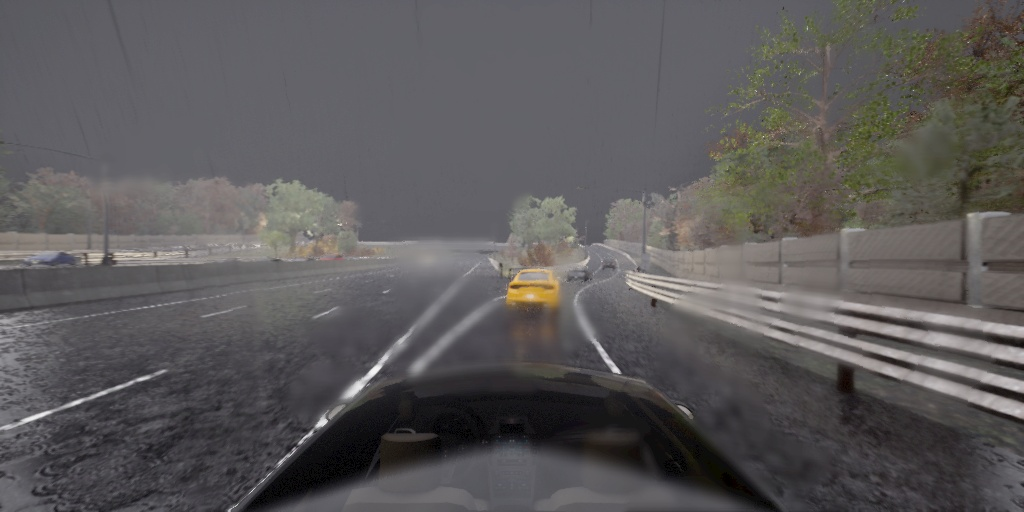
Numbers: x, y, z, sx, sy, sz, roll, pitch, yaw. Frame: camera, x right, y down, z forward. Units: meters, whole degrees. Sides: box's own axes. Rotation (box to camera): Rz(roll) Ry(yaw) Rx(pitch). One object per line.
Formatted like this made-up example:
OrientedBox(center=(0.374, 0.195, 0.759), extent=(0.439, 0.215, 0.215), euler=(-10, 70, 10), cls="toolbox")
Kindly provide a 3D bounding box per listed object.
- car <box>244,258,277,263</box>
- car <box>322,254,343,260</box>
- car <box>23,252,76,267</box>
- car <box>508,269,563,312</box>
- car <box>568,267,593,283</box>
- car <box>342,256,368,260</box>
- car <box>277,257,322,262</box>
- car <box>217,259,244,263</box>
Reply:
OrientedBox(center=(-27.664, 1.015, 40.844), extent=(1.837, 1.490, 4.892), euler=(0, 0, -4), cls="car")
OrientedBox(center=(-28.777, 0.732, 57.461), extent=(2.150, 2.045, 5.566), euler=(1, 0, -4), cls="car")
OrientedBox(center=(-44.687, 0.289, 34.839), extent=(1.812, 1.442, 4.674), euler=(0, 1, -28), cls="car")
OrientedBox(center=(1.054, 1.287, 14.949), extent=(1.882, 1.535, 5.008), euler=(2, 0, 9), cls="car")
OrientedBox(center=(6.970, 1.874, 36.169), extent=(2.128, 1.511, 4.902), euler=(1, -1, 22), cls="car")
OrientedBox(center=(-25.318, 1.068, 58.098), extent=(1.812, 1.442, 4.674), euler=(1, 0, -4), cls="car")
OrientedBox(center=(-24.167, 1.018, 40.970), extent=(1.882, 1.535, 5.008), euler=(0, 0, -4), cls="car")
OrientedBox(center=(-31.080, 1.043, 39.398), extent=(1.994, 1.385, 4.181), euler=(0, 0, -4), cls="car")
